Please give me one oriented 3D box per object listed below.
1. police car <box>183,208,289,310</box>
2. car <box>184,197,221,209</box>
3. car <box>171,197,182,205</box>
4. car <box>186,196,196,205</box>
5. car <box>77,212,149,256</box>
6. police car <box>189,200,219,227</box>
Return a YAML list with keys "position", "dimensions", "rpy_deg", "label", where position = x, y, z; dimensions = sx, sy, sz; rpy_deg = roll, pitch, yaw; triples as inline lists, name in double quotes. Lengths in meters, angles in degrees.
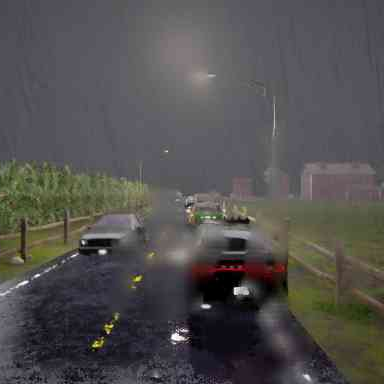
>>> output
- position: [0.804, 1.425, 8.058]
  dimensions: [1.930, 1.638, 5.238]
  rpy_deg: [0, 0, 0]
  label: "police car"
- position: [0.778, 1.351, 17.919]
  dimensions: [2.097, 1.767, 4.553]
  rpy_deg: [0, 0, 0]
  label: "car"
- position: [-2.912, 1.607, 62.184]
  dimensions: [2.033, 1.411, 5.357]
  rpy_deg: [0, 0, 0]
  label: "car"
- position: [-0.163, 1.539, 62.734]
  dimensions: [1.882, 1.535, 5.008]
  rpy_deg: [0, 0, 0]
  label: "car"
- position: [-2.884, 1.547, 13.405]
  dimensions: [2.033, 1.411, 5.357]
  rpy_deg: [0, 0, 0]
  label: "car"
- position: [0.762, 1.425, 24.058]
  dimensions: [1.930, 1.638, 5.238]
  rpy_deg: [0, 0, 0]
  label: "police car"
